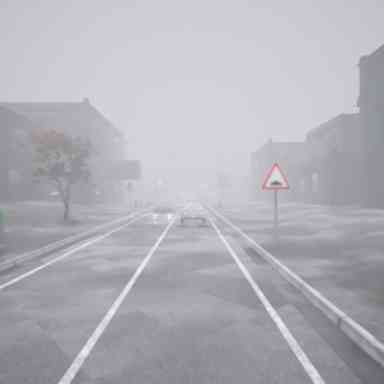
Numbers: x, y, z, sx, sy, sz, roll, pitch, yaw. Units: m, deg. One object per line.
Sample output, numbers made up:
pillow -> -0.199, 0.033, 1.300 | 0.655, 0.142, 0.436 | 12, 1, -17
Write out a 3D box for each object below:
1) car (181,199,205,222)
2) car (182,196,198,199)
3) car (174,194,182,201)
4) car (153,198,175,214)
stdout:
car -> 0.084, 1.524, 26.070 | 1.812, 1.442, 4.674 | 0, 0, 0
car -> 0.086, 1.477, 43.847 | 2.163, 1.488, 4.792 | 0, 0, 0
car -> -3.022, 1.266, 76.394 | 2.033, 1.411, 5.357 | 0, 0, 0
car -> -3.105, 1.518, 35.825 | 1.812, 1.442, 4.674 | 0, 0, 0
